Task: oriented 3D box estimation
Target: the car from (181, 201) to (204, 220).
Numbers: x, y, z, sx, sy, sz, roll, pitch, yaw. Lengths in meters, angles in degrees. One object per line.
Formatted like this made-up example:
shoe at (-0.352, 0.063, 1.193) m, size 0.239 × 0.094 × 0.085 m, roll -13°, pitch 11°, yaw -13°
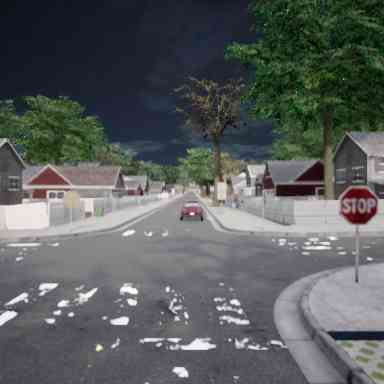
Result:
car at (0.028, 1.524, 28.060) m, size 1.812 × 1.442 × 4.674 m, roll 0°, pitch 0°, yaw 1°
